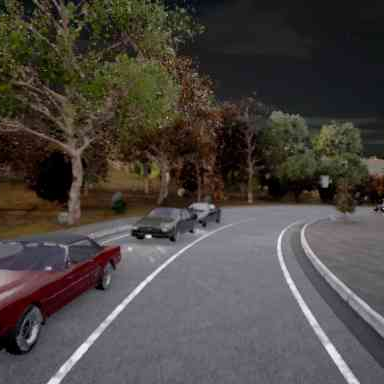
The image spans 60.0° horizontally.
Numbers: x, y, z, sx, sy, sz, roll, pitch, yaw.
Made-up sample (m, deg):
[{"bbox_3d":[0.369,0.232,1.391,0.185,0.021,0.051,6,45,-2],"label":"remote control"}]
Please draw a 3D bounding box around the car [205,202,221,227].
[{"bbox_3d":[0.606,1.372,21.674,1.812,1.442,4.674,3,1,21],"label":"car"}]

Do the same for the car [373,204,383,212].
[{"bbox_3d":[30.292,2.609,52.014,4.718,1.301,1.895,3,3,-38],"label":"car"}]

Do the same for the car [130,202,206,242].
[{"bbox_3d":[-1.066,1.408,16.059,2.033,1.411,5.357,2,1,15],"label":"car"}]

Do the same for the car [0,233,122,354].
[{"bbox_3d":[-2.928,1.526,6.199,1.895,1.301,4.718,1,1,7],"label":"car"}]
